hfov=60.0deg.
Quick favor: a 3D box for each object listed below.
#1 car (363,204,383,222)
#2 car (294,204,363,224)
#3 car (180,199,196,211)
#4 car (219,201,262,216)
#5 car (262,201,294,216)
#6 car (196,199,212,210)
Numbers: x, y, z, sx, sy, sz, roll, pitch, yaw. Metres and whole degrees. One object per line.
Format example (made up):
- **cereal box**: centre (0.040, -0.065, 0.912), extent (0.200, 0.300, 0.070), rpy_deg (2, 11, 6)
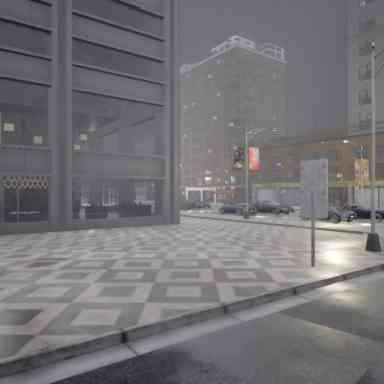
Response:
- **car**: centre (13.711, 1.648, 26.735), extent (1.895, 1.301, 4.718), rpy_deg (0, 0, -36)
- **car**: centre (10.440, 1.616, 25.716), extent (1.994, 1.385, 4.181), rpy_deg (0, 0, -36)
- **car**: centre (-1.888, 1.690, 42.805), extent (1.994, 1.385, 4.181), rpy_deg (0, 0, -36)
- **car**: centre (4.628, 1.654, 33.774), extent (1.994, 1.385, 4.181), rpy_deg (0, 0, -36)
- **car**: centre (8.040, 1.632, 34.586), extent (2.033, 1.411, 5.357), rpy_deg (0, 0, -36)
- **car**: centre (0.394, 1.675, 45.197), extent (2.033, 1.411, 5.357), rpy_deg (0, 0, -36)
